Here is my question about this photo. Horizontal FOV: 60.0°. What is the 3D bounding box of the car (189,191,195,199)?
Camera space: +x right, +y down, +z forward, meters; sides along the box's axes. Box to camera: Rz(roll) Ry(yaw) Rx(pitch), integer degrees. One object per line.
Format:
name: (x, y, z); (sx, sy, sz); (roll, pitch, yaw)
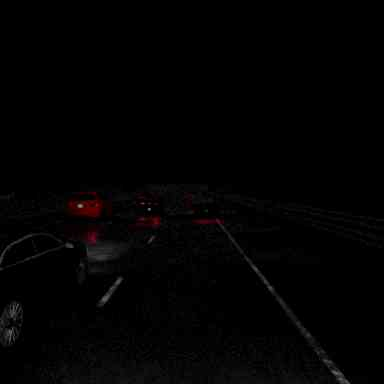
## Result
car: (1.046, 0.916, 36.254); (2.097, 1.767, 4.553); (0, 1, 0)

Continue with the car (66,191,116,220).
car: (-6.900, 0.929, 23.218); (2.150, 2.045, 5.566); (0, 1, 0)

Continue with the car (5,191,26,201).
car: (-21.068, 1.004, 42.174); (1.837, 1.490, 4.892); (0, 0, 0)

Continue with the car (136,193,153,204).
car: (-6.904, 0.925, 49.133); (1.837, 1.490, 4.892); (0, 1, 0)

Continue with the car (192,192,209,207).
car: (1.046, 0.849, 42.254); (2.097, 1.767, 4.553); (0, 1, 0)

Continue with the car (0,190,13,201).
car: (-24.565, 0.721, 42.002); (2.150, 2.045, 5.566); (0, 1, 0)

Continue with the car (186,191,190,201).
car: (-0.004, 0.651, 59.846); (2.097, 1.767, 4.553); (0, 1, 0)

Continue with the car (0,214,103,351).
car: (-3.400, 1.408, 6.015); (2.128, 1.511, 4.902); (0, 1, 0)

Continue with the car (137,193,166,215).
car: (-3.402, 1.135, 29.114); (2.128, 1.511, 4.902); (0, 1, 0)

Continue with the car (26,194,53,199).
car: (-17.576, 1.088, 39.882); (1.994, 1.385, 4.181); (0, 1, 0)

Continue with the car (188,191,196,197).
car: (-0.007, 0.482, 79.264); (2.033, 1.411, 5.357); (0, 1, 0)

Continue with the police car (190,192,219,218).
police car: (1.048, 1.099, 26.394); (1.930, 1.638, 5.238); (0, 1, 0)
